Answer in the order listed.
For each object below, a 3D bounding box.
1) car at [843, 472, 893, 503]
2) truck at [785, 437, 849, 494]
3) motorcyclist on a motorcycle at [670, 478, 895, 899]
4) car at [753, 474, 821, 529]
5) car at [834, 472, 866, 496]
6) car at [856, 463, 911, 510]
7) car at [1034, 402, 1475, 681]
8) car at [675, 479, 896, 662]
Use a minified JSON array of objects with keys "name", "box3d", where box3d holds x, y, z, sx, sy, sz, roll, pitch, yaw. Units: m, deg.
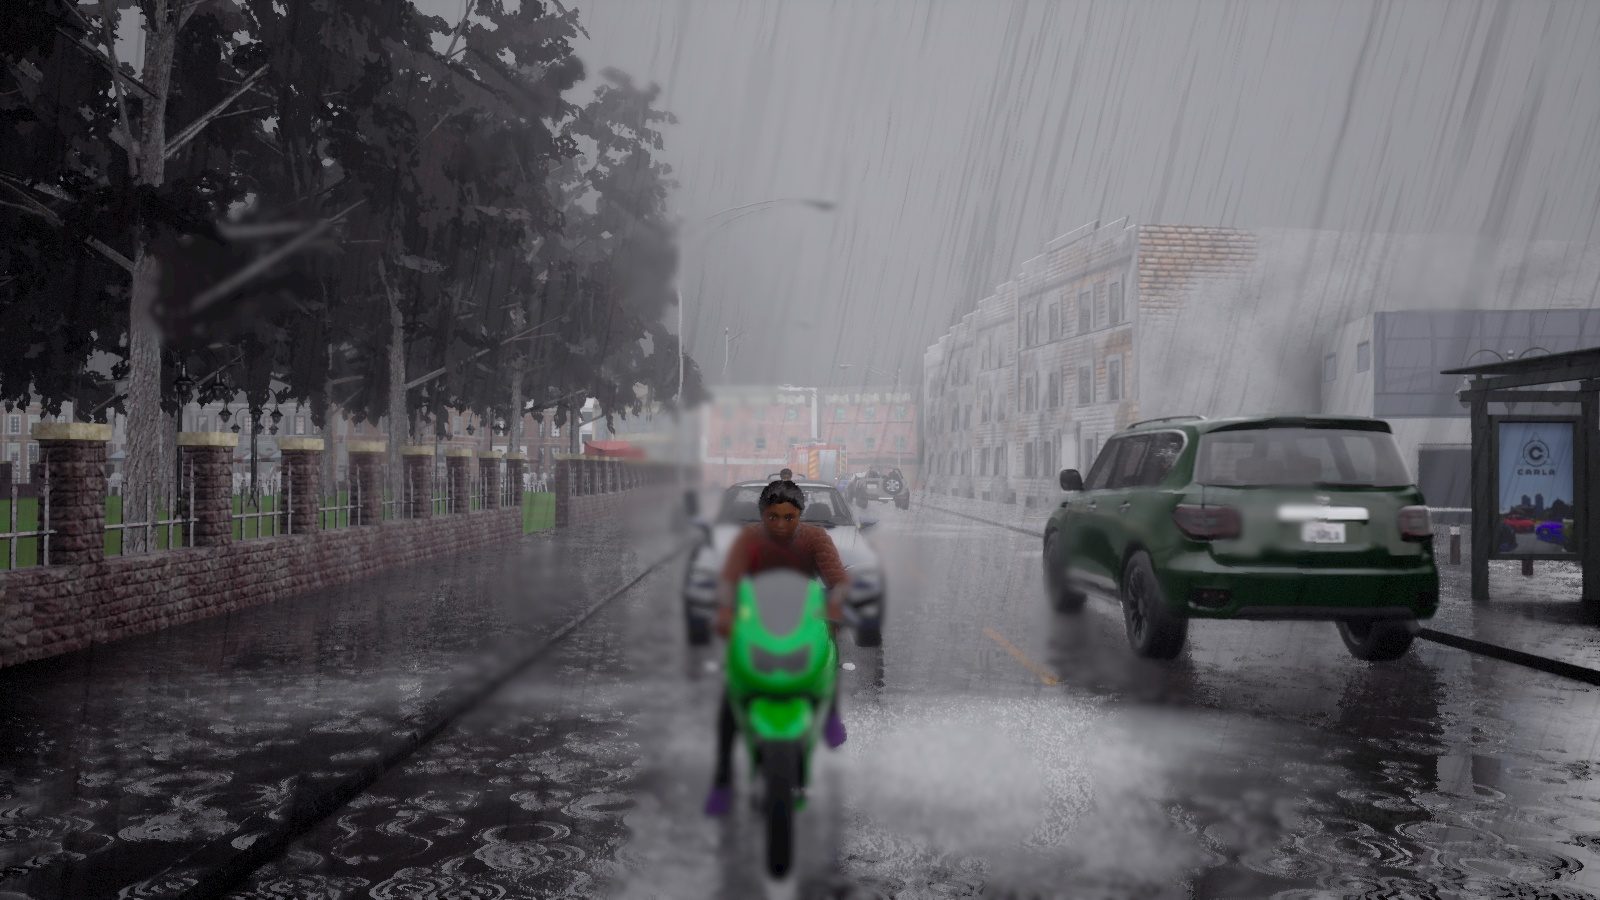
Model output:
[{"name":"car","box3d":[3.337,1.852,62.729,2.163,1.488,4.792,0,-1,-1]},{"name":"truck","box3d":[1.100,1.141,89.528,2.891,3.827,8.468,0,-1,-11]},{"name":"motorcyclist on a motorcycle","box3d":[-0.073,0.890,5.518,0.797,1.523,2.044,0,-1,-1]},{"name":"car","box3d":[-0.372,1.435,36.138,1.845,1.501,3.633,0,-1,-1]},{"name":"car","box3d":[3.144,2.156,80.022,1.816,1.474,4.193,0,-1,-1]},{"name":"car","box3d":[3.449,1.496,52.461,1.932,1.855,4.605,0,-1,0]},{"name":"car","box3d":[3.863,0.720,12.031,2.150,2.045,5.566,0,-1,-1]},{"name":"car","box3d":[-0.140,1.037,12.438,1.816,1.474,4.193,0,-1,-1]}]
